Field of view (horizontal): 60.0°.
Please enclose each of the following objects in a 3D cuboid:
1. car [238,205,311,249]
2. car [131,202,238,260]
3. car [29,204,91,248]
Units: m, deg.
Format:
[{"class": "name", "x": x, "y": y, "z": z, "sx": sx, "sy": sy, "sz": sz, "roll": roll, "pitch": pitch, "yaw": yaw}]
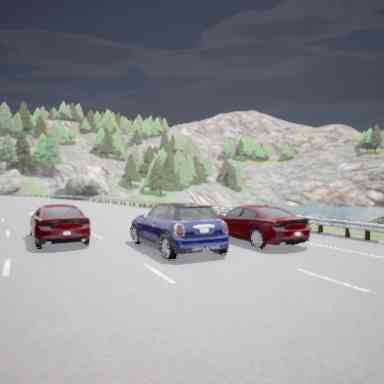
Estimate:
[{"class": "car", "x": 2.481, "y": 1.248, "z": 13.555, "sx": 1.882, "sy": 1.535, "sz": 5.008, "roll": 0, "pitch": 1, "yaw": -28}, {"class": "car", "x": -0.618, "y": 1.146, "z": 11.910, "sx": 2.097, "sy": 1.767, "sz": 4.553, "roll": 0, "pitch": 1, "yaw": -28}, {"class": "car", "x": -5.504, "y": 1.234, "z": 13.659, "sx": 1.882, "sy": 1.535, "sz": 5.008, "roll": 0, "pitch": 1, "yaw": -29}]
